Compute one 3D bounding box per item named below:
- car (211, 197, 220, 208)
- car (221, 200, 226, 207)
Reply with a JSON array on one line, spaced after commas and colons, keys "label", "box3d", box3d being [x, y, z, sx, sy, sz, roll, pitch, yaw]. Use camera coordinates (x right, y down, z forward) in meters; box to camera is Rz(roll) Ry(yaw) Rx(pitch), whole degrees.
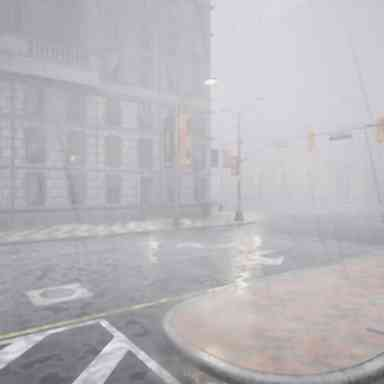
[{"label": "car", "box3d": [1.328, 1.404, 46.451, 2.128, 1.511, 4.902, 0, 0, -36]}, {"label": "car", "box3d": [3.126, 1.427, 49.957, 1.812, 1.442, 4.674, 0, 0, -35]}]
